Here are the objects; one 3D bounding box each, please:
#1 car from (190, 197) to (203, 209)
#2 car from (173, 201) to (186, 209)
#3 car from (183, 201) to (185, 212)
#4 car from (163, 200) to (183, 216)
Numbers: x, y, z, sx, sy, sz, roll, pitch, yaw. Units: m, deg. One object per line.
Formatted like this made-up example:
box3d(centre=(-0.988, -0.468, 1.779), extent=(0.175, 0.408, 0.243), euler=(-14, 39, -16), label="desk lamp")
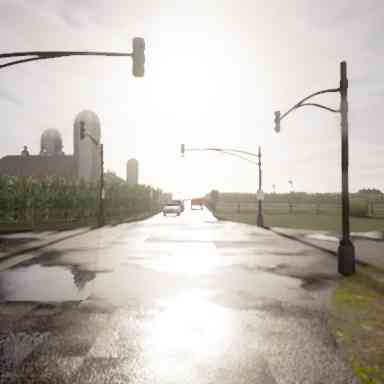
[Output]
box3d(centre=(0.843, 1.974, 61.537), extent=(2.150, 2.045, 5.566), euler=(0, -1, 1), label="car")
box3d(centre=(-2.117, 2.263, 58.826), extent=(2.033, 1.411, 5.357), euler=(0, -1, 1), label="car")
box3d(centre=(-2.223, 1.937, 48.647), extent=(2.097, 1.767, 4.553), euler=(0, -1, 1), label="car")
box3d(centre=(-2.307, 1.988, 38.819), extent=(1.812, 1.442, 4.674), euler=(0, -1, 1), label="car")
